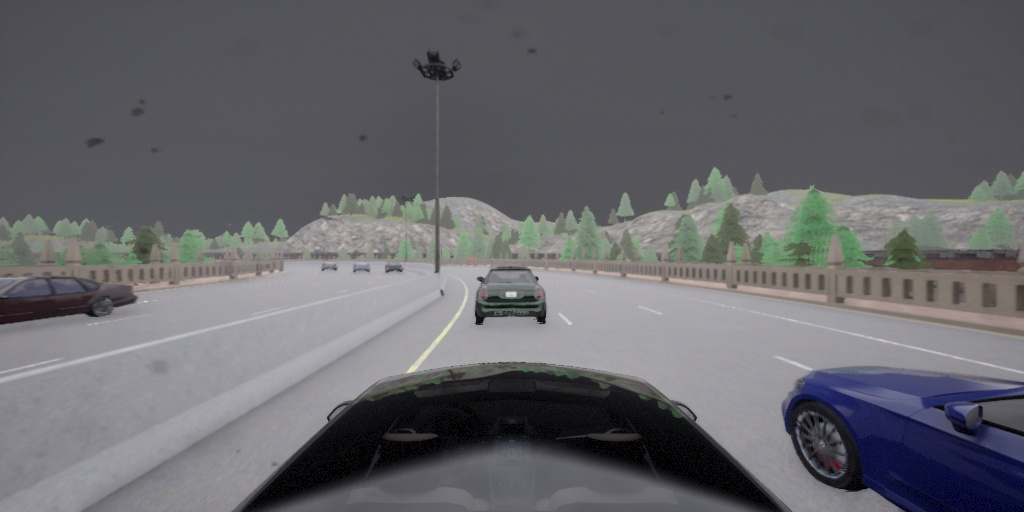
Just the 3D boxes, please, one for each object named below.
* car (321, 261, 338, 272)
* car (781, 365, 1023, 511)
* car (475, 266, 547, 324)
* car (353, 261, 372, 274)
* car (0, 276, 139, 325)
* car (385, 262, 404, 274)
[{"bbox_3d":[-25.855,1.430,50.866,1.812,1.442,4.674,0,0,-30],"label":"car"},{"bbox_3d":[3.599,1.276,1.603,1.812,1.442,4.674,0,0,0],"label":"car"},{"bbox_3d":[-0.127,1.104,12.189,2.097,1.767,4.553,0,0,-3],"label":"car"},{"bbox_3d":[-18.513,1.375,44.195,1.812,1.442,4.674,0,0,-25],"label":"car"},{"bbox_3d":[-14.193,1.300,10.342,2.033,1.411,5.357,0,0,-2],"label":"car"},{"bbox_3d":[-14.273,1.382,43.336,2.033,1.411,5.357,0,0,-22],"label":"car"}]
